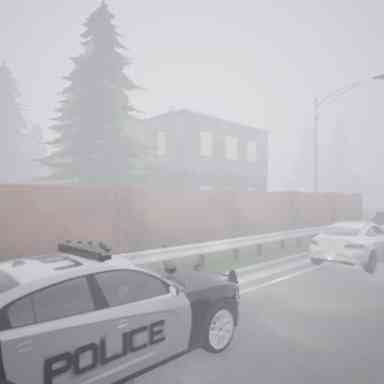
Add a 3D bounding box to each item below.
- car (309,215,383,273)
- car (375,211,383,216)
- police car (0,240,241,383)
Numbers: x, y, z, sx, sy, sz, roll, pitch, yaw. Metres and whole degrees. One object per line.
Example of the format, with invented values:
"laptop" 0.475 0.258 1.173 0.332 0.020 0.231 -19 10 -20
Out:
"car" 5.660 1.722 11.412 1.812 1.442 4.674 -1 -1 45
"car" 9.846 1.630 15.671 2.097 1.767 4.553 -1 -1 45
"police car" -1.275 1.485 4.364 1.930 1.638 5.238 -1 -1 45
